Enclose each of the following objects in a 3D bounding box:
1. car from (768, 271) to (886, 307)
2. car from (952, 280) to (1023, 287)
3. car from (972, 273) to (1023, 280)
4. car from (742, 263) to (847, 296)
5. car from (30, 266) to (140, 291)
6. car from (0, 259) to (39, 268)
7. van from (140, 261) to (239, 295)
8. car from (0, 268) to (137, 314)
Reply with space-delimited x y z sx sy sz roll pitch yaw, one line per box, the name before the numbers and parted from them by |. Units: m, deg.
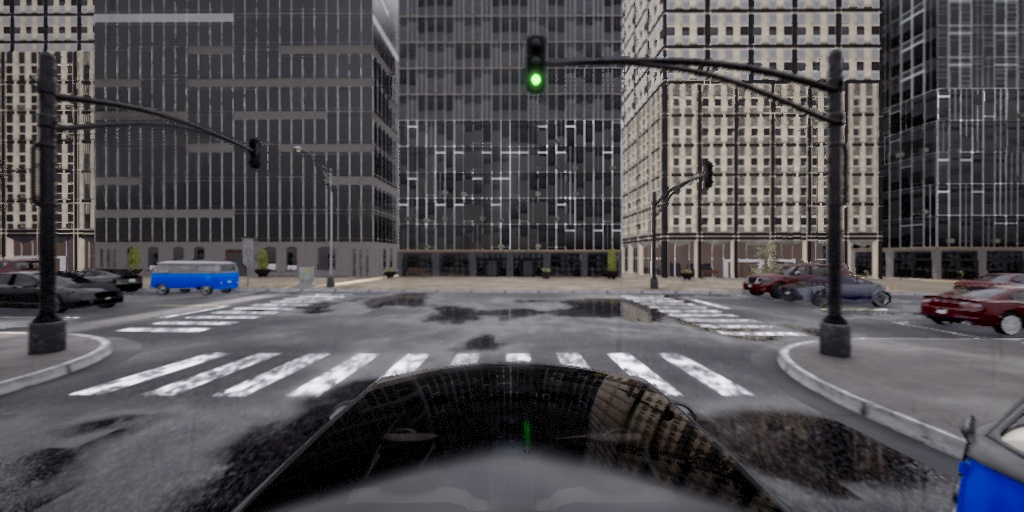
car | 14.763 1.550 16.597 4.181 1.385 1.994 0 0 0
car | 15.189 1.546 10.806 4.507 1.381 1.888 0 0 0
car | 25.228 1.589 16.523 5.357 1.411 2.033 0 0 0
car | 15.249 1.298 19.186 5.009 1.841 2.192 0 0 0
car | -22.662 1.362 19.453 4.313 1.339 1.948 0 0 0
car | -28.185 1.087 19.492 5.009 1.841 2.192 0 0 0
van | -17.140 1.162 19.414 3.998 1.789 1.690 0 0 0
car | -17.751 1.336 13.624 4.892 1.490 1.837 0 0 0
